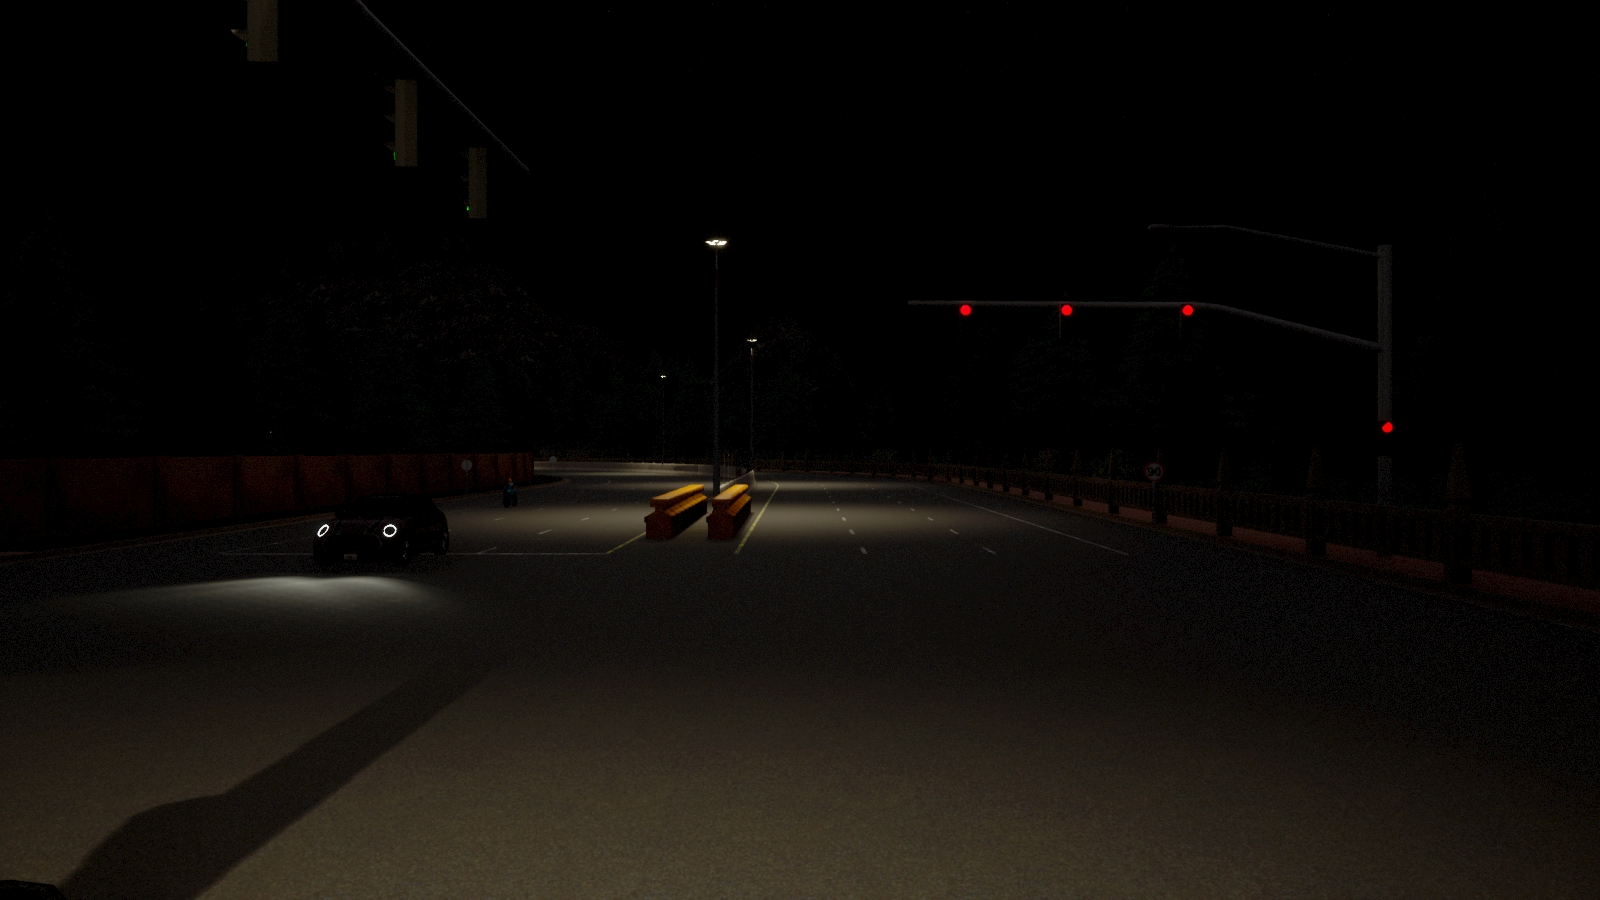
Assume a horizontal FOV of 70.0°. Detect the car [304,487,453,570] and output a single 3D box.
[{"bbox_3d":[-10.504,1.906,28.861,2.097,1.767,4.553,0,0,0],"label":"car"}]
